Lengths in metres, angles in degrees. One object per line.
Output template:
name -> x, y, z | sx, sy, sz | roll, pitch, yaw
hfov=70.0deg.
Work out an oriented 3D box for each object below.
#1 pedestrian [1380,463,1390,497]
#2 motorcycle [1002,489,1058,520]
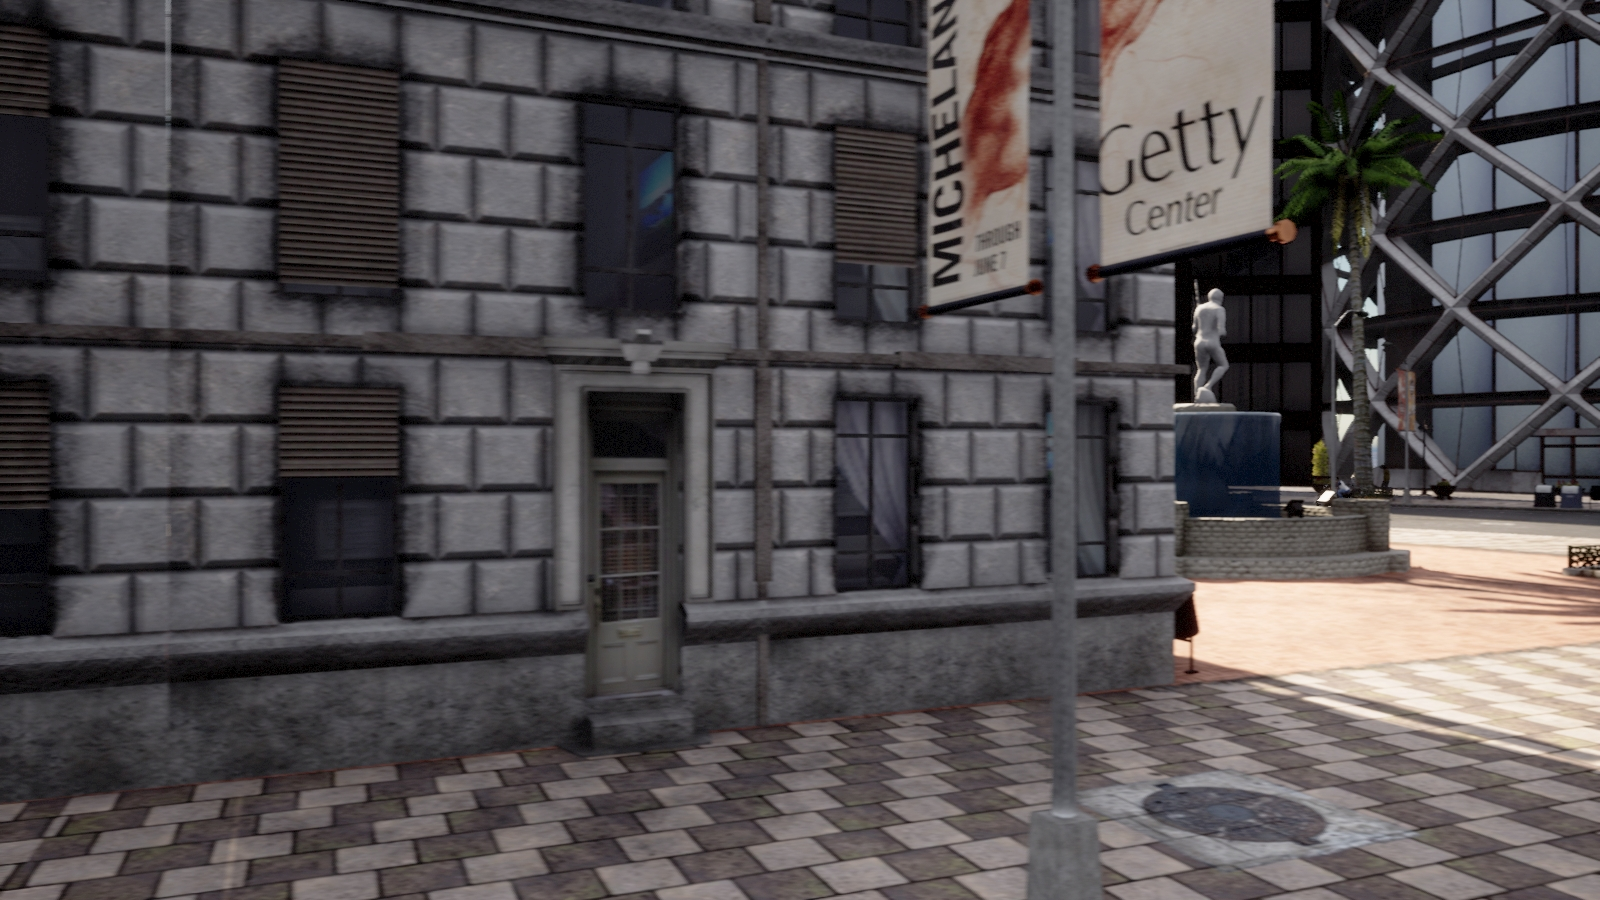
pedestrian -> 32.100, 1.647, 62.705 | 0.375, 1.860, 0.375 | 0, 0, -28
motorcycle -> 9.283, 2.182, 46.120 | 2.033, 1.145, 0.803 | 0, 1, 36
